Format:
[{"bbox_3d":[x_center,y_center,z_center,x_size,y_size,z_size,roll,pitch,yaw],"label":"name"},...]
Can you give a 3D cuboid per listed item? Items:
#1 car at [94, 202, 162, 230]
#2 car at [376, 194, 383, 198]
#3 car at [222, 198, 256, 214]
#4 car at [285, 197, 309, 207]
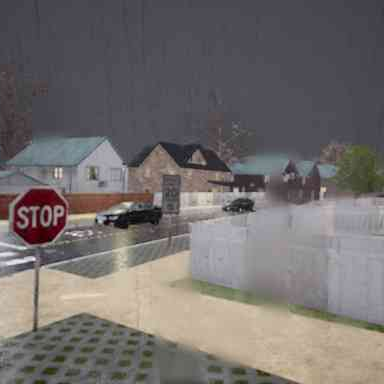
[{"bbox_3d":[-3.766,1.366,20.417,2.128,1.511,4.902,3,2,31],"label":"car"},{"bbox_3d":[40.521,1.233,70.672,4.674,1.442,1.812,0,3,-43],"label":"car"},{"bbox_3d":[4.850,1.358,33.752,1.837,1.490,4.892,3,2,35],"label":"car"},{"bbox_3d":[14.892,1.342,47.139,1.895,1.301,4.718,4,3,39],"label":"car"}]
